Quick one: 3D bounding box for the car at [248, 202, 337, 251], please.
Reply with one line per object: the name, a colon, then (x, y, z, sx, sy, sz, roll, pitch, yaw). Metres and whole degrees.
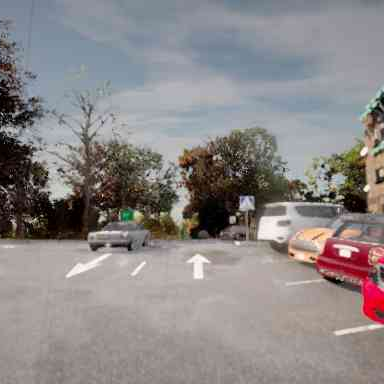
car: (5.533, 1.524, 14.164, 5.566, 2.045, 2.435, 2, -6, -18)

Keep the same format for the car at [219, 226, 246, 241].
car: (4.881, 4.420, 36.014, 2.097, 1.767, 4.553, -5, -10, 41)

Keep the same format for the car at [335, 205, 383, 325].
car: (5.398, 1.263, 5.139, 5.566, 2.045, 2.435, 1, 0, -19)

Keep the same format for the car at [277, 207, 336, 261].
car: (5.543, 1.497, 11.210, 4.553, 1.767, 2.185, 2, -3, -19)

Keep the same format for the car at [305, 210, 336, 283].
car: (5.445, 1.424, 8.188, 4.553, 1.767, 2.185, 1, -1, -19)

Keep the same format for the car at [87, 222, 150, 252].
car: (-3.381, 2.104, 16.091, 1.895, 1.301, 4.718, -1, -5, 4)
